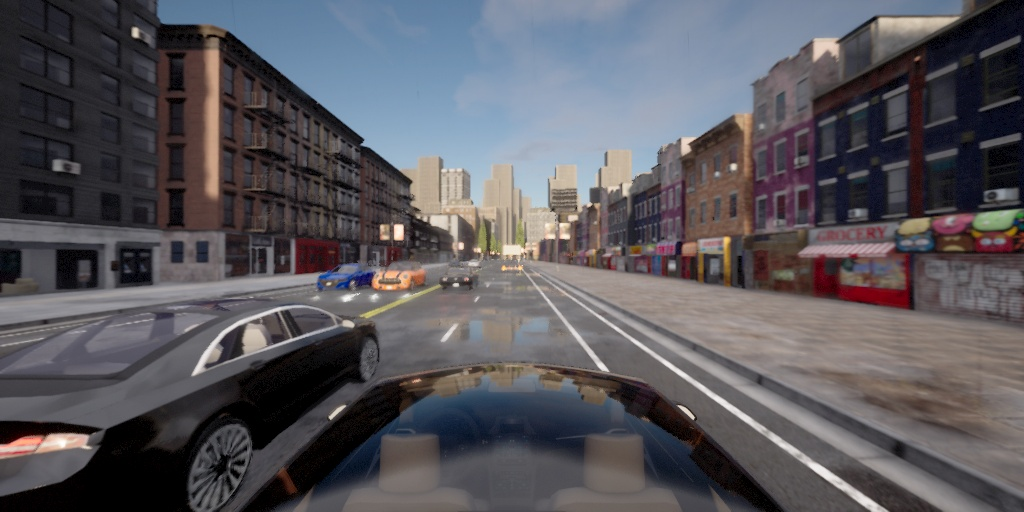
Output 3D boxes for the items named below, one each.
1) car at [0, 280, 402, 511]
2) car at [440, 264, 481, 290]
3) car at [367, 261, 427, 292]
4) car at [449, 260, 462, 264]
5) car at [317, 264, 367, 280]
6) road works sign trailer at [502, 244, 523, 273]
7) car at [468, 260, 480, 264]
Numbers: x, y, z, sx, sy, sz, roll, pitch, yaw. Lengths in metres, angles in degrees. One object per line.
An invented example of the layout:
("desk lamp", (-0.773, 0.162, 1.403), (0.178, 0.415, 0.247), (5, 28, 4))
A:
("car", (-3.154, 1.243, 4.187), (2.128, 1.511, 4.902), (0, 0, 0))
("car", (-3.155, 1.362, 22.423), (1.895, 1.301, 4.718), (0, 0, 0))
("car", (-6.599, 1.113, 21.529), (2.097, 1.767, 4.553), (0, 0, 0))
("car", (-9.791, 1.419, 62.264), (1.994, 1.385, 4.181), (0, 0, 1))
("car", (-9.849, 1.239, 21.774), (1.882, 1.535, 5.008), (0, 0, 0))
("road works sign trailer", (-0.004, 0.270, 45.222), (2.380, 3.560, 2.880), (0, 0, 0))
("car", (-6.543, 1.380, 61.836), (1.812, 1.442, 4.674), (0, 0, 1))
